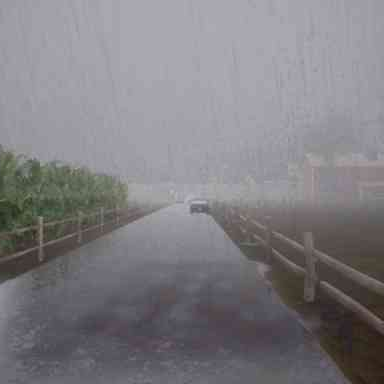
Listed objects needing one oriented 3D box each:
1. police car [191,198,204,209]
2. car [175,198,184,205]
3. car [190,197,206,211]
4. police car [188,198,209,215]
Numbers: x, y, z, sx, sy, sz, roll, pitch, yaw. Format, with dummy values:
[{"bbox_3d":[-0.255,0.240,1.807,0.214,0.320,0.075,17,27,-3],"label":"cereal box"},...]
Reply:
[{"bbox_3d":[0.825,1.749,52.459,1.930,1.638,5.238,0,-1,0],"label":"police car"},{"bbox_3d":[-2.750,2.151,76.754,2.033,1.411,5.357,0,-1,0],"label":"car"},{"bbox_3d":[0.824,1.596,46.318,2.097,1.767,4.553,0,-1,0],"label":"car"},{"bbox_3d":[0.825,1.565,36.452,1.930,1.638,5.238,0,-1,0],"label":"police car"}]
